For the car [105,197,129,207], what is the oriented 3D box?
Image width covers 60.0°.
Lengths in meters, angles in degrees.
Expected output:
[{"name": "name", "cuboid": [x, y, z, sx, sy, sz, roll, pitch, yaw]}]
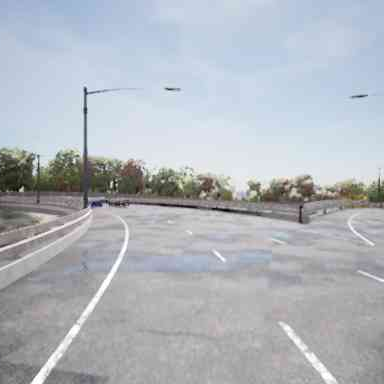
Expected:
[{"name": "car", "cuboid": [-12.805, 1.772, 56.500, 1.837, 1.490, 4.892, 0, -1, -31]}]

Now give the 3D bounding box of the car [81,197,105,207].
[{"name": "car", "cuboid": [-16.724, 1.760, 56.149, 1.882, 1.535, 5.008, 0, -1, -32]}]

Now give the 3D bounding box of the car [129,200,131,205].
[{"name": "car", "cuboid": [-13.579, 1.793, 64.070, 2.128, 1.511, 4.902, 0, 0, -37]}]

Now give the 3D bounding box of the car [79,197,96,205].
[{"name": "car", "cuboid": [-21.638, 1.875, 68.930, 1.812, 1.442, 4.674, 0, 0, -40]}]

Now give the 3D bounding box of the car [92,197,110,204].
[{"name": "car", "cuboid": [-19.745, 1.782, 72.120, 1.895, 1.301, 4.718, 0, 0, -42]}]

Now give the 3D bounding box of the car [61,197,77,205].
[{"name": "car", "cuboid": [-24.950, 1.858, 67.431, 1.837, 1.490, 4.892, 0, 0, -42]}]
